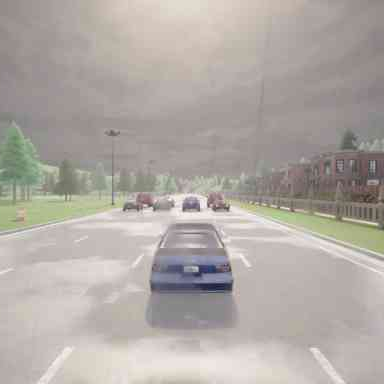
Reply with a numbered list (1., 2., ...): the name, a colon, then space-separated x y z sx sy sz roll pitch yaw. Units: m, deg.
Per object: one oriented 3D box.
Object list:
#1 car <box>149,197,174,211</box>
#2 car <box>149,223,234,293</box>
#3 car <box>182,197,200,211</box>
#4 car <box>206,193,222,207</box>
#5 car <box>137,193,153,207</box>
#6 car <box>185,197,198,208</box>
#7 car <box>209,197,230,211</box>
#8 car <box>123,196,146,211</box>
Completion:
1. car: -3.578 1.564 39.998 1.994 1.385 4.181 0 0 0
2. car: -0.018 1.548 8.975 2.033 1.411 5.357 0 0 0
3. car: -0.078 1.352 39.974 2.097 1.767 4.553 0 0 0
4. car: 3.403 1.221 50.044 2.150 2.045 5.566 0 0 0
5. car: -7.097 1.221 50.024 2.150 2.045 5.566 0 0 0
6. car: -0.097 1.505 50.008 1.837 1.490 4.892 0 0 0
7. car: 3.422 1.601 40.041 1.895 1.301 4.718 0 0 0
8. car: -7.078 1.526 39.991 1.812 1.442 4.674 0 0 0
